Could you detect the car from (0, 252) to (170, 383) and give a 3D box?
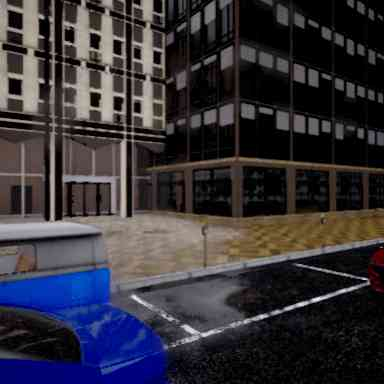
[{"bbox_3d":[-2.457,1.477,1.613,5.008,1.535,1.882,0,0,-35],"label":"car"}]

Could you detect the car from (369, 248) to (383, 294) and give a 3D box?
[{"bbox_3d":[6.008,1.481,7.638,5.008,1.535,1.882,0,0,-36],"label":"car"}]

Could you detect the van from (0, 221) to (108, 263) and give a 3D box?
[{"bbox_3d":[-3.073,1.341,4.369,3.998,1.788,1.690,0,0,-35],"label":"van"}]
